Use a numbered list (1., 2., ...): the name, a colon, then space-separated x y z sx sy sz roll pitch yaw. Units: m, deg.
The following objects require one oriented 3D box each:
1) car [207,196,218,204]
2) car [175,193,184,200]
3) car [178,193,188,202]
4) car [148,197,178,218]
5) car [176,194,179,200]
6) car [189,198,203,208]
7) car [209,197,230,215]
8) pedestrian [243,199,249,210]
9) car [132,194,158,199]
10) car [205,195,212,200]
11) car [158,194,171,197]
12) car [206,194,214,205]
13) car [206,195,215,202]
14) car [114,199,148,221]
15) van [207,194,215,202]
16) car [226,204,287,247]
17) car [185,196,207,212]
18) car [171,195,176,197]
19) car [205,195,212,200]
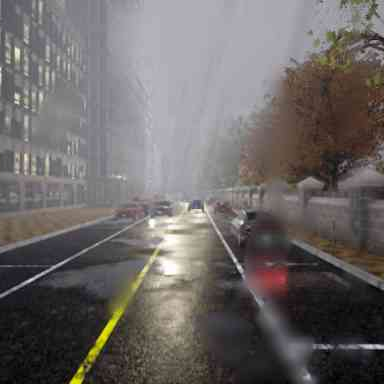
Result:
1. car: 3.689 1.530 61.677 1.947 1.339 4.313 0 0 2
2. car: -3.515 1.256 94.827 2.192 1.841 5.009 0 0 1
3. car: -1.483 1.418 70.417 1.837 1.490 4.892 0 0 2
4. car: -2.601 1.486 29.808 1.837 1.490 4.892 0 0 1
5. car: -4.324 1.510 66.663 2.008 1.369 4.403 0 0 2
6. car: 0.622 1.572 49.071 1.895 1.301 4.718 0 0 2
7. car: 3.007 1.525 33.481 1.887 1.381 4.507 0 0 1
8. pedestrian: 2.840 1.283 17.777 0.375 1.860 0.375 0 0 1
9. car: -5.029 1.294 32.929 2.192 1.841 5.009 0 0 1
10. car: 4.542 1.529 89.767 1.802 1.307 4.206 0 0 1
11. car: -4.820 1.284 49.805 2.192 1.841 5.009 0 0 1
12. car: 3.522 1.512 56.038 1.887 1.381 4.507 0 0 2
13. car: 4.237 1.505 78.535 2.008 1.369 4.403 0 0 2
14. car: -5.114 1.527 27.304 1.887 1.381 4.507 0 0 1
15. van: 4.058 1.299 72.920 1.690 1.788 3.998 0 0 2
16. car: 2.813 1.497 14.839 1.837 1.490 4.892 0 0 0
17. car: 0.481 1.503 38.609 1.812 1.442 4.674 0 0 1
18. car: -4.505 1.514 61.045 2.008 1.369 4.403 0 0 2
19. car: 4.669 1.493 95.386 2.008 1.369 4.403 0 0 1
